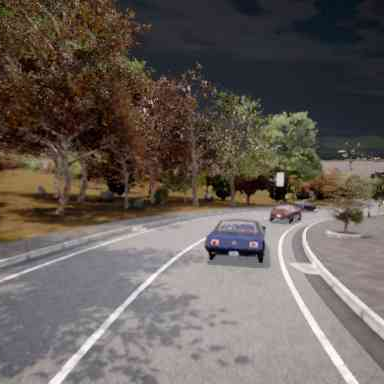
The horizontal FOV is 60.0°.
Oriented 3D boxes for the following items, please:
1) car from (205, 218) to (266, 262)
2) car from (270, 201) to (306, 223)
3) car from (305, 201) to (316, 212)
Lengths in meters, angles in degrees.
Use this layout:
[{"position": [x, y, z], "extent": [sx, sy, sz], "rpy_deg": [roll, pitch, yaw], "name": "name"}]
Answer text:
[{"position": [1.806, 1.642, 12.493], "extent": [1.895, 1.301, 4.718], "rpy_deg": [2, 0, 13], "name": "car"}, {"position": [7.940, 1.741, 28.005], "extent": [1.812, 1.442, 4.674], "rpy_deg": [3, 1, 30], "name": "car"}, {"position": [14.208, 1.854, 42.899], "extent": [2.033, 1.411, 5.357], "rpy_deg": [5, 2, 41], "name": "car"}]
